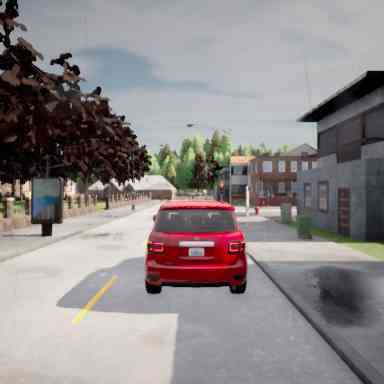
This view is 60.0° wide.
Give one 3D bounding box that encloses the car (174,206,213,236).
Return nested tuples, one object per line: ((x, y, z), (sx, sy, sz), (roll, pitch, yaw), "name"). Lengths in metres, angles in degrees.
((0.065, 1.563, 19.289), (1.994, 1.385, 4.181), (0, 0, 0), "car")

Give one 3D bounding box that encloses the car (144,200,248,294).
((0.079, 1.221, 8.921), (2.150, 2.045, 5.566), (0, 0, 0), "car")
